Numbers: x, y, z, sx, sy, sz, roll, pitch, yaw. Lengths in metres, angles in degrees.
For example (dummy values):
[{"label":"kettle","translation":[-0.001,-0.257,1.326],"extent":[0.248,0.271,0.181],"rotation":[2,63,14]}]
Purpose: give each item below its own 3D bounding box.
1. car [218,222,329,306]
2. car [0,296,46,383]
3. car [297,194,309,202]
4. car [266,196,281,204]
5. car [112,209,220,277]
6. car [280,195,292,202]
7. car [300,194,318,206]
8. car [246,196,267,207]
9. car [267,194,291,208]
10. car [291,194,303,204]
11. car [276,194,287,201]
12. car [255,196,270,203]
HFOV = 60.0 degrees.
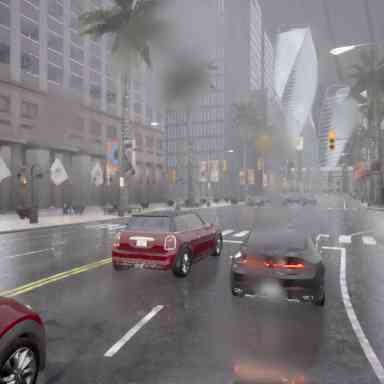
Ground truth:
[{"label":"car","translation":[2.251,1.505,8.224],"extent":[1.837,1.490,4.892],"rotation":[0,0,20]},{"label":"car","translation":[-2.960,1.352,2.123],"extent":[2.097,1.767,4.553],"rotation":[0,0,7]},{"label":"car","translation":[25.809,1.355,77.179],"extent":[2.097,1.767,4.553],"rotation":[0,0,25]},{"label":"car","translation":[15.689,1.563,63.668],"extent":[1.994,1.385,4.181],"rotation":[0,0,25]},{"label":"car","translation":[-0.533,1.352,10.591],"extent":[2.097,1.767,4.553],"rotation":[0,0,21]},{"label":"car","translation":[21.879,1.477,77.029],"extent":[1.882,1.535,5.008],"rotation":[0,0,25]},{"label":"car","translation":[19.516,1.525,54.911],"extent":[1.812,1.442,4.674],"rotation":[0,0,25]},{"label":"car","translation":[9.772,1.351,50.933],"extent":[2.097,1.767,4.553],"rotation":[0,0,25]},{"label":"car","translation":[13.007,1.505,49.528],"extent":[1.837,1.490,4.892],"rotation":[0,0,24]},{"label":"car","translation":[20.107,1.547,64.855],"extent":[2.033,1.411,5.357],"rotation":[0,0,25]},{"label":"car","translation":[24.019,1.354,89.180],"extent":[2.185,1.767,4.553],"rotation":[0,0,24]},{"label":"car","translation":[14.795,1.513,69.282],"extent":[2.161,1.482,4.786],"rotation":[0,0,24]}]
